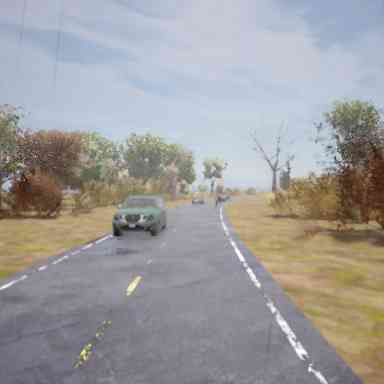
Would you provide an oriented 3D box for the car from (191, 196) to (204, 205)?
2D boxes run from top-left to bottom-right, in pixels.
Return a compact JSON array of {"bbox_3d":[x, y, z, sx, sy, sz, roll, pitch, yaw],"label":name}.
[{"bbox_3d":[1.055,1.436,58.040,2.128,1.511,4.902,0,0,8],"label":"car"}]

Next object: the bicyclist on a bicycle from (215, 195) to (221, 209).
[{"bbox_3d":[3.324,1.410,44.784,0.582,1.620,1.656,0,0,6],"label":"bicyclist on a bicycle"}]

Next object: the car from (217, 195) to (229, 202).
[{"bbox_3d":[6.415,1.538,72.679,1.895,1.301,4.718,0,0,10],"label":"car"}]

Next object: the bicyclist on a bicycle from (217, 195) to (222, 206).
[{"bbox_3d":[4.537,1.322,54.862,0.659,1.776,1.843,0,0,8],"label":"bicyclist on a bicycle"}]

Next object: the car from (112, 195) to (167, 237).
[{"bbox_3d":[-2.646,1.196,18.087,2.150,2.045,5.566,0,0,3],"label":"car"}]
